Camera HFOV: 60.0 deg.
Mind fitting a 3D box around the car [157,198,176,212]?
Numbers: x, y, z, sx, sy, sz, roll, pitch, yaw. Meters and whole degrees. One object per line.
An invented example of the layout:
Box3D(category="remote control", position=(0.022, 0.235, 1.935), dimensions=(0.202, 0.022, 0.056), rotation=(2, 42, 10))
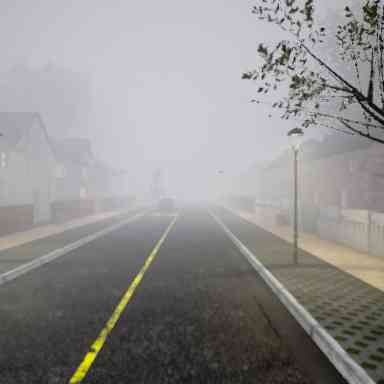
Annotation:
Box3D(category="car", position=(-2.775, 1.412, 37.223), dimensions=(1.882, 1.535, 5.008), rotation=(0, 0, 0))
